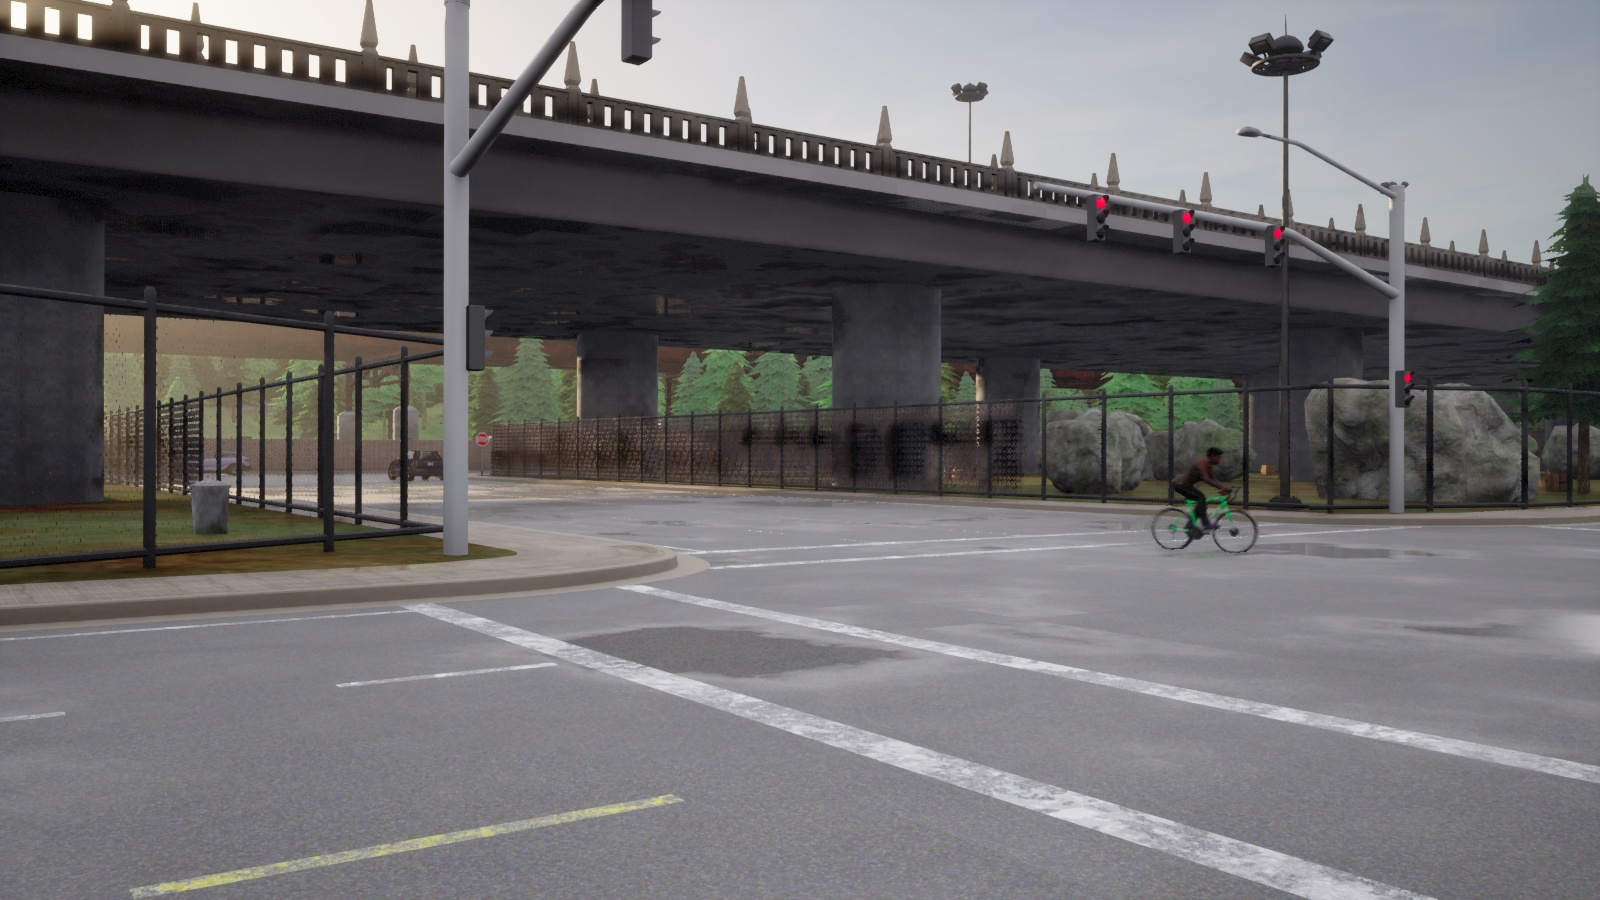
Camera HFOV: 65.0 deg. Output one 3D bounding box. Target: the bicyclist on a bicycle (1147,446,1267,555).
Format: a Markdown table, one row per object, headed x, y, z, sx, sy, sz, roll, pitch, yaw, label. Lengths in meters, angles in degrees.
| x | y | z | sx | sy | sz | roll | pitch | yaw | label |
| --- | --- | --- | --- | --- | --- | --- | --- | --- | --- |
| 6.275 | 0.755 | 19.402 | 1.656 | 1.620 | 0.582 | 0 | -1 | 37 | bicyclist on a bicycle |

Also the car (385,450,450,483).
| x | y | z | sx | sy | sz | roll | pitch | yaw | label |
| --- | --- | --- | --- | --- | --- | --- | --- | --- | --- |
| -21.011 | 0.872 | 68.921 | 2.097 | 1.767 | 4.553 | 0 | 0 | -35 | car |

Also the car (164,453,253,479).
| x | y | z | sx | sy | sz | roll | pitch | yaw | label |
| --- | --- | --- | --- | --- | --- | --- | --- | --- | --- |
| -37.768 | 1.007 | 80.209 | 4.856 | 1.649 | 2.033 | 0 | 0 | -34 | car |
